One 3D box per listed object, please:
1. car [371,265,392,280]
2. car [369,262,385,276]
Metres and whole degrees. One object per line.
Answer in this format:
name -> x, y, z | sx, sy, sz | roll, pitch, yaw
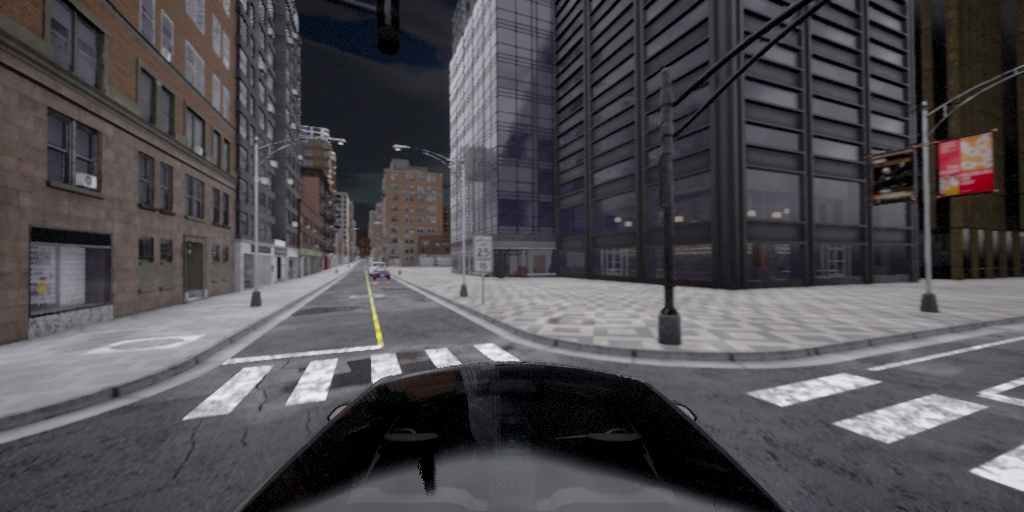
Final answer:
car -> -15.613, 2.095, 42.967 | 1.812, 1.442, 4.674 | 0, -1, -22
car -> -19.411, 1.936, 52.050 | 2.150, 2.045, 5.566 | 0, -1, -22
